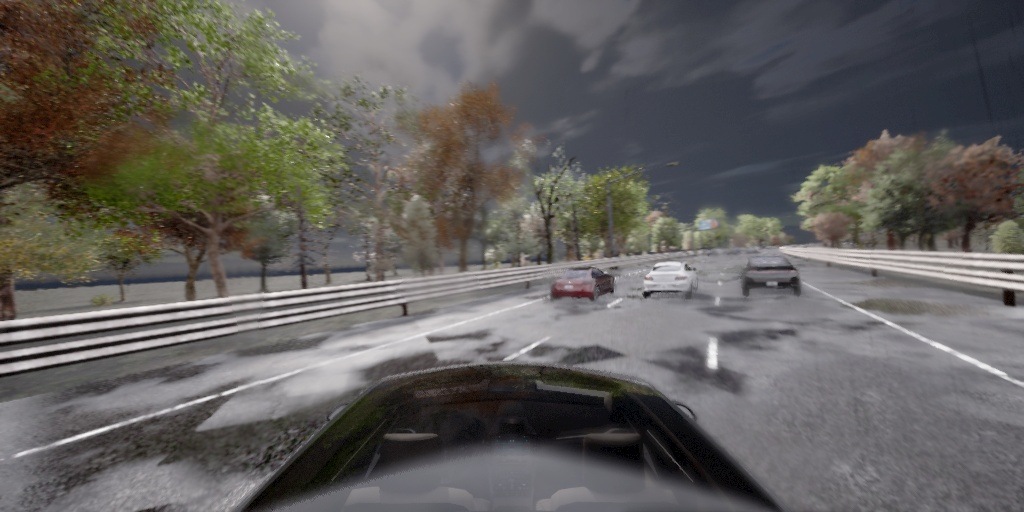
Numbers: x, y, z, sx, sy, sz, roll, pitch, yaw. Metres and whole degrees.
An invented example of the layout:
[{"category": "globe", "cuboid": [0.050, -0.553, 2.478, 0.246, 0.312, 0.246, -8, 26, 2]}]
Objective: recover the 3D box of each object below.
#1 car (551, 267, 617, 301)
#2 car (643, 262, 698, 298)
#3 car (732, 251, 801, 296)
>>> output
[{"category": "car", "cuboid": [3.368, 1.200, 16.481, 1.994, 1.385, 4.181, -3, 0, 31]}, {"category": "car", "cuboid": [7.001, 0.964, 15.759, 1.812, 1.442, 4.674, -3, 0, 31]}, {"category": "car", "cuboid": [10.628, 0.733, 15.037, 2.128, 1.511, 4.902, -3, 0, 31]}]
